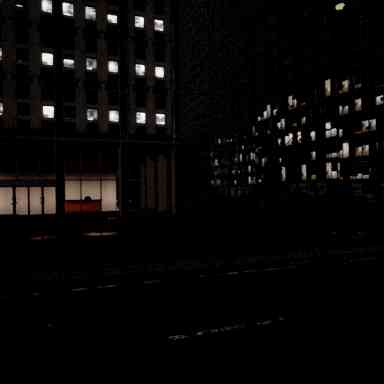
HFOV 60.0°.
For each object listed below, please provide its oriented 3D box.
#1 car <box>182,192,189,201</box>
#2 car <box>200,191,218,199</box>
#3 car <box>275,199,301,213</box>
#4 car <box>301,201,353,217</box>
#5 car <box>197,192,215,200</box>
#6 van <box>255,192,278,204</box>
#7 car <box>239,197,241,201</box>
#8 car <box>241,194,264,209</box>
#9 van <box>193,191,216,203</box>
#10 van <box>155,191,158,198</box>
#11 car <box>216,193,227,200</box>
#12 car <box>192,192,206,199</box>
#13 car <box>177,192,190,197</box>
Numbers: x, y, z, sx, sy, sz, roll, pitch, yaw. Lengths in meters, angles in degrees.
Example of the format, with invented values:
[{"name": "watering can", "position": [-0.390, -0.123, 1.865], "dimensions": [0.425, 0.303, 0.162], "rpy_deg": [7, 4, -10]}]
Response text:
[{"name": "car", "position": [-2.008, 1.056, 66.637], "dimensions": [2.008, 1.369, 4.403], "rpy_deg": [0, 1, -21]}, {"name": "car", "position": [3.778, 0.633, 74.942], "dimensions": [2.192, 1.841, 5.009], "rpy_deg": [0, 1, -21]}, {"name": "car", "position": [10.109, 1.399, 34.763], "dimensions": [1.802, 1.307, 4.206], "rpy_deg": [0, 1, -21]}, {"name": "car", "position": [12.129, 1.434, 29.448], "dimensions": [1.947, 1.339, 4.313], "rpy_deg": [0, 1, -21]}, {"name": "car", "position": [2.947, 0.879, 69.862], "dimensions": [1.882, 1.535, 5.008], "rpy_deg": [-1, 1, -21]}, {"name": "van", "position": [11.925, 0.870, 53.718], "dimensions": [1.690, 1.788, 3.998], "rpy_deg": [0, 1, -21]}, {"name": "car", "position": [9.889, 1.059, 59.027], "dimensions": [1.802, 1.307, 4.206], "rpy_deg": [0, 1, -21]}, {"name": "car", "position": [8.126, 1.331, 40.089], "dimensions": [1.947, 1.339, 4.313], "rpy_deg": [0, 1, -21]}, {"name": "van", "position": [2.066, 0.952, 56.022], "dimensions": [1.690, 1.788, 3.998], "rpy_deg": [0, 1, -21]}, {"name": "van", "position": [-8.119, 0.686, 82.553], "dimensions": [1.690, 1.788, 3.998], "rpy_deg": [0, 1, -21]}, {"name": "car", "position": [5.816, 0.953, 69.639], "dimensions": [1.802, 1.307, 4.206], "rpy_deg": [0, 1, -21]}, {"name": "car", "position": [1.741, 0.705, 80.249], "dimensions": [1.967, 1.590, 4.097], "rpy_deg": [0, 1, -21]}, {"name": "car", "position": [-2.332, 0.709, 90.862], "dimensions": [2.008, 1.369, 4.403], "rpy_deg": [0, 1, -21]}]
